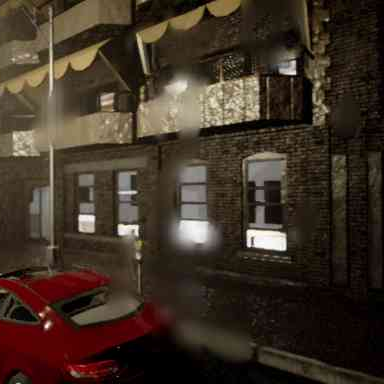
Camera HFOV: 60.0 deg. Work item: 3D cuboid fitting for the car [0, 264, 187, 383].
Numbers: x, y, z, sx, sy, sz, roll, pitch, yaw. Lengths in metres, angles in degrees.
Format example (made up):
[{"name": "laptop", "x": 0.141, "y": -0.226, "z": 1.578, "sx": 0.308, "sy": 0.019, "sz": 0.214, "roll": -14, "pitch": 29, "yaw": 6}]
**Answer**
[{"name": "car", "x": -1.996, "y": 1.620, "z": 4.299, "sx": 4.206, "sy": 1.307, "sz": 1.802, "roll": -1, "pitch": 0, "yaw": 35}]
